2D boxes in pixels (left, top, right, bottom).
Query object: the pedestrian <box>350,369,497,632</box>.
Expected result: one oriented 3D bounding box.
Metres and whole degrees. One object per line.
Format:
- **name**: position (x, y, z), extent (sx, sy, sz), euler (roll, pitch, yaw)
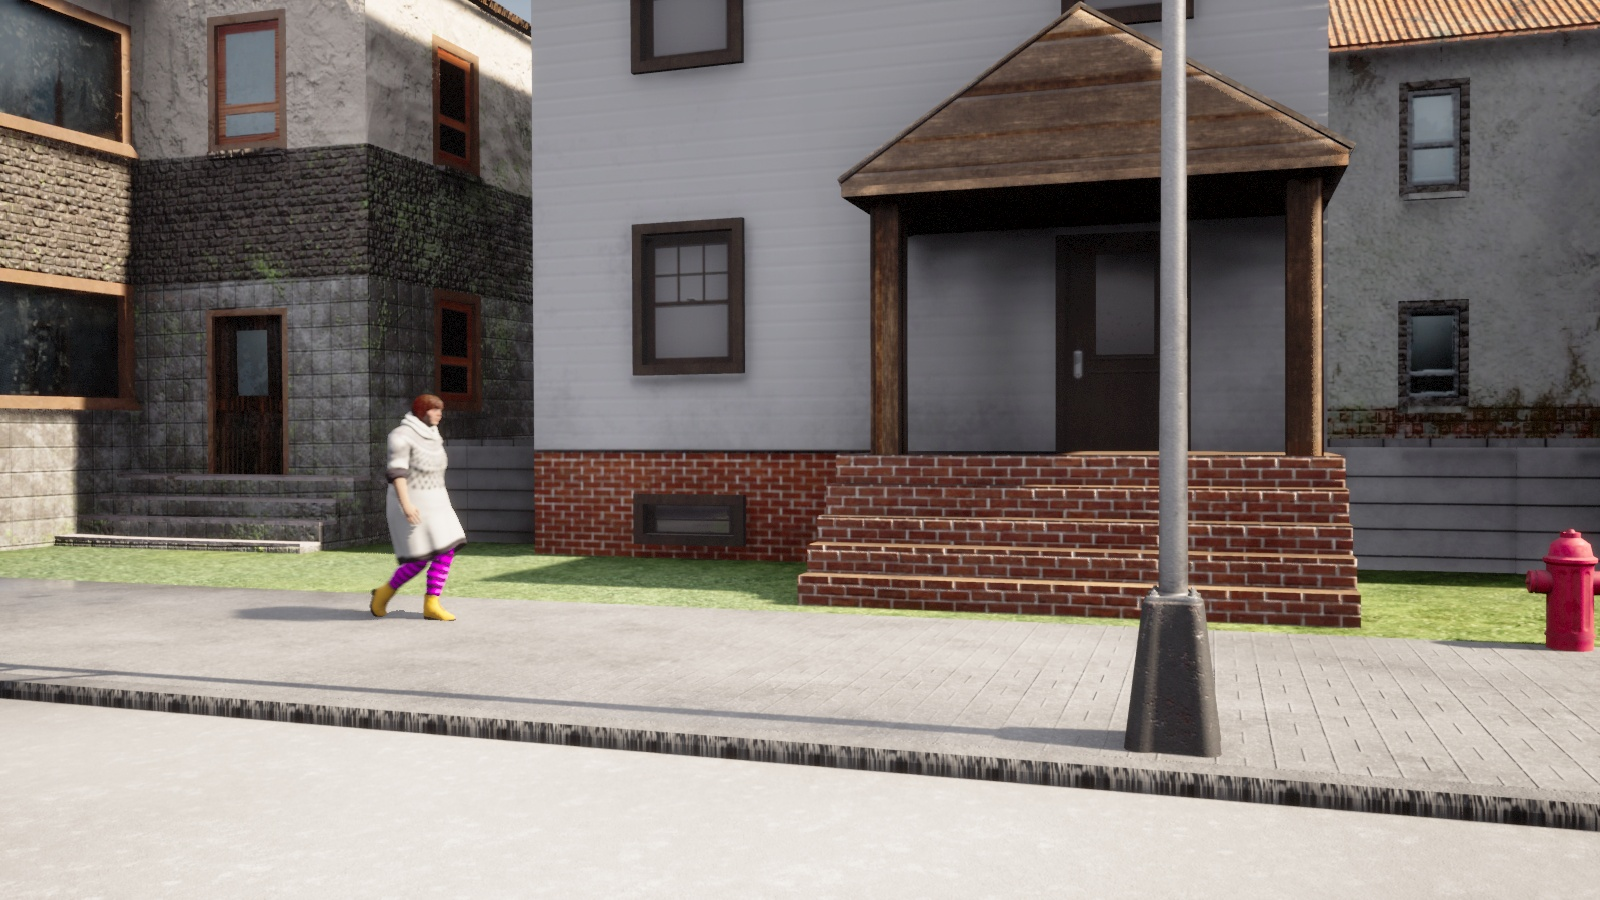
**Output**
- **pedestrian**: position (-2.929, 0.368, 9.789), extent (0.873, 1.952, 0.659), euler (1, 1, 23)
